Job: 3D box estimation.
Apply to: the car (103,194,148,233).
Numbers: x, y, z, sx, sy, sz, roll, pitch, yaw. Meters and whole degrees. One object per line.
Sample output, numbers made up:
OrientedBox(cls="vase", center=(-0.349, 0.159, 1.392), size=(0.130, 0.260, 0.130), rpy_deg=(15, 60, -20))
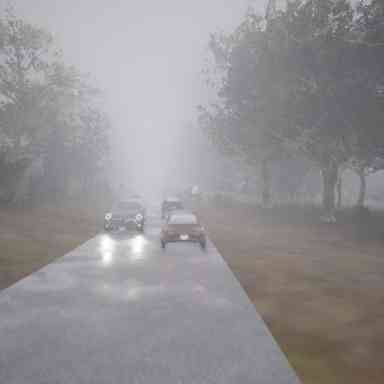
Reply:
OrientedBox(cls="car", center=(-3.660, 1.234, 19.015), size=(2.097, 1.767, 4.553), rpy_deg=(1, 1, -5))

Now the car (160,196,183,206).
OrientedBox(cls="car", center=(-1.921, 1.156, 31.164), size=(1.882, 1.535, 5.008), rpy_deg=(2, 1, -7))

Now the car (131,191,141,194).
OrientedBox(cls="car", center=(-10.178, 0.554, 60.246), size=(2.033, 1.411, 5.357), rpy_deg=(2, 0, -13))

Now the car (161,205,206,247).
OrientedBox(cls="car", center=(-0.432, 1.537, 15.028), size=(1.812, 1.442, 4.674), rpy_deg=(1, 0, -3))
